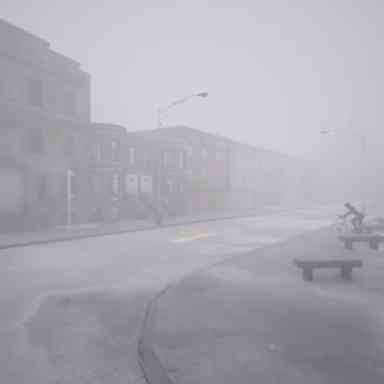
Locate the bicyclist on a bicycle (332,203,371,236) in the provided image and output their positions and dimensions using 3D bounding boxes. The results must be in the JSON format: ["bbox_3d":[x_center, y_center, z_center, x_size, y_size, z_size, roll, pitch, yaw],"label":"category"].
[{"bbox_3d":[7.431,1.325,15.537,1.656,1.620,0.582,0,0,35],"label":"bicyclist on a bicycle"}]

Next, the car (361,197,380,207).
[{"bbox_3d":[26.786,1.491,49.820,1.812,1.442,4.674,0,-1,36],"label":"car"}]
